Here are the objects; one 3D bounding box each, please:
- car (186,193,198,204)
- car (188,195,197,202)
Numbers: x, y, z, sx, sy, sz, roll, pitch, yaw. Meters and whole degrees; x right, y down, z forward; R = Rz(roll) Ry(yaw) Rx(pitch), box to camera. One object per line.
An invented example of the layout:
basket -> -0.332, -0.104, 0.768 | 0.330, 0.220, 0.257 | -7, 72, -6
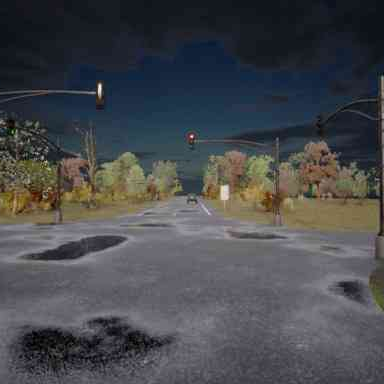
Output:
car -> 0.023, 1.290, 67.681 | 2.150, 2.045, 5.566 | 0, 0, 0
car -> 0.026, 1.462, 78.072 | 2.033, 1.411, 5.357 | 0, 0, 0
